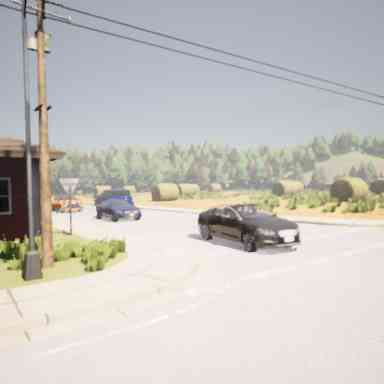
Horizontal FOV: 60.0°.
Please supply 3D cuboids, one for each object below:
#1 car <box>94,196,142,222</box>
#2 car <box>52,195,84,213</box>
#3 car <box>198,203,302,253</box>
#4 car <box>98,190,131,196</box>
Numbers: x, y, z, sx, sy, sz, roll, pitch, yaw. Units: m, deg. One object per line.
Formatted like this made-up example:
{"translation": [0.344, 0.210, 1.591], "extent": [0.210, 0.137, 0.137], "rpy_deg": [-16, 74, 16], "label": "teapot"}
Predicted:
{"translation": [-5.221, 1.218, 23.169], "extent": [1.812, 1.442, 4.674], "rpy_deg": [-2, 1, -36], "label": "car"}
{"translation": [-12.313, 1.050, 32.805], "extent": [2.097, 1.767, 4.553], "rpy_deg": [-2, 1, -36], "label": "car"}
{"translation": [1.945, 1.196, 12.554], "extent": [2.128, 1.511, 4.902], "rpy_deg": [-2, 1, -27], "label": "car"}
{"translation": [-7.852, 0.805, 32.953], "extent": [2.150, 2.045, 5.566], "rpy_deg": [-2, 1, -36], "label": "car"}
